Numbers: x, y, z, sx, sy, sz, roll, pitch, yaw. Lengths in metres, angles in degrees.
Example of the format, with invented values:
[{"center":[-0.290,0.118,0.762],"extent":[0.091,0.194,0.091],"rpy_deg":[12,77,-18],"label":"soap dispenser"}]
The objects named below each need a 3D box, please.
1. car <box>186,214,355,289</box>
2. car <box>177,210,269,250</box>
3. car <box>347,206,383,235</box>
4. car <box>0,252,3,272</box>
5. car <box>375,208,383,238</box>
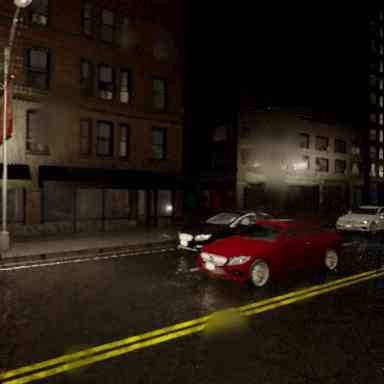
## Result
[{"center":[2.345,1.518,9.299],"extent":[4.674,1.442,1.812],"rpy_deg":[0,0,-35],"label":"car"},{"center":[1.733,1.482,12.837],"extent":[4.902,1.511,2.128],"rpy_deg":[0,0,-35],"label":"car"},{"center":[10.073,1.503,18.724],"extent":[4.674,1.442,1.812],"rpy_deg":[0,0,-35],"label":"car"},{"center":[-6.721,1.509,6.856],"extent":[4.892,1.490,1.837],"rpy_deg":[0,0,-35],"label":"car"},{"center":[10.901,1.527,15.322],"extent":[5.357,1.411,2.033],"rpy_deg":[0,0,-35],"label":"car"}]
